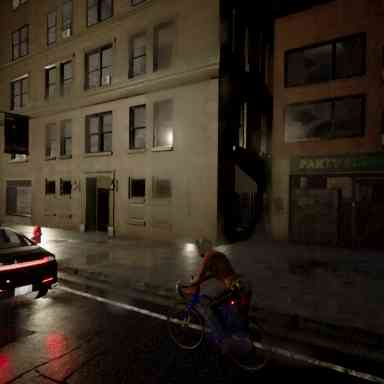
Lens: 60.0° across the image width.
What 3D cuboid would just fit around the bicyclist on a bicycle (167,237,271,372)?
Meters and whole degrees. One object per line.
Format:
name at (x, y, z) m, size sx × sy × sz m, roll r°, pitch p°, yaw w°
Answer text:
bicyclist on a bicycle at (0.289, 1.452, 4.472) m, size 1.656 × 1.620 × 0.582 m, roll 0°, pitch 0°, yaw 36°

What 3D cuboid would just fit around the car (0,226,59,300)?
car at (-4.880, 1.490, 7.212) m, size 4.902 × 1.511 × 2.128 m, roll 0°, pitch 0°, yaw 36°
